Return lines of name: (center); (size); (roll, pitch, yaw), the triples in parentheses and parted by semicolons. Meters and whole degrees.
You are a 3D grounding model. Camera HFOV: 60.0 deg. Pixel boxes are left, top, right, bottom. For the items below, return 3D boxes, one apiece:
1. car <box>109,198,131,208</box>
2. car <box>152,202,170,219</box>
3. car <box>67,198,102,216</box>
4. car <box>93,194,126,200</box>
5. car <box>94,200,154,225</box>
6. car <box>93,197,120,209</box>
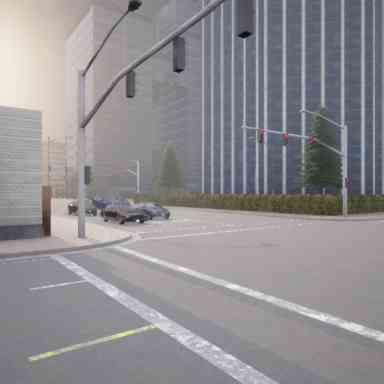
car: (-11.274, 1.619, 51.872); (1.994, 1.385, 4.181); (0, 0, -36)
car: (-3.711, 1.581, 29.045); (1.812, 1.442, 4.674); (0, 0, -36)
car: (-10.975, 1.560, 33.141); (1.837, 1.490, 4.892); (0, 0, -36)
car: (-9.374, 1.277, 36.917); (2.150, 2.045, 5.566); (0, 0, -36)
car: (-5.305, 1.603, 25.232); (2.033, 1.411, 5.357); (0, 0, -36)
car: (-12.203, 1.547, 47.167); (2.128, 1.511, 4.902); (0, 0, -36)
